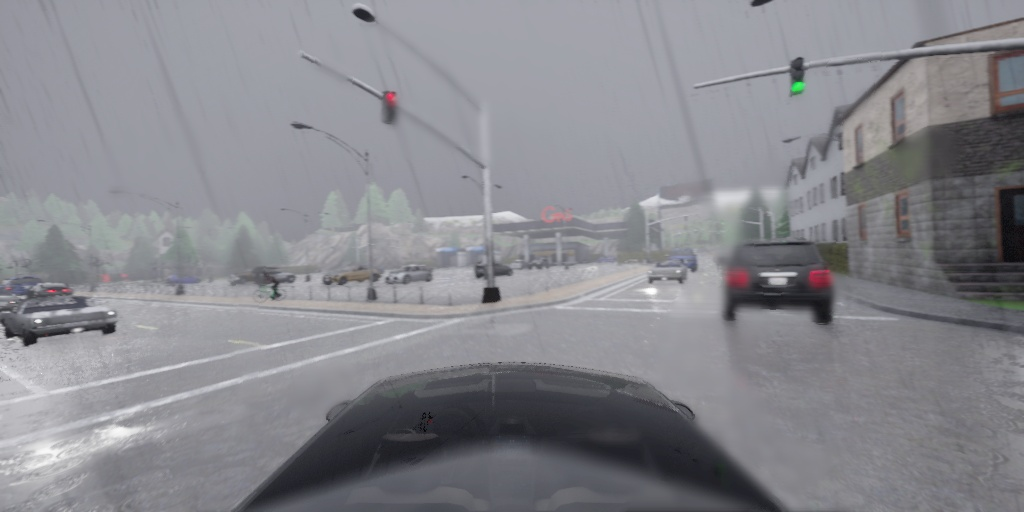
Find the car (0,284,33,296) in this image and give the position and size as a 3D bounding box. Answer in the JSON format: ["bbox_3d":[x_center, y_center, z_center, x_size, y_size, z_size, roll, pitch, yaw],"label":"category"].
[{"bbox_3d":[-28.552,2.511,19.545,4.902,1.511,2.128,-2,0,29],"label":"car"}]

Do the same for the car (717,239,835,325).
[{"bbox_3d":[7.230,0.586,10.250,2.150,2.045,5.566,-2,0,30],"label":"car"}]

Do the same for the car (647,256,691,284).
[{"bbox_3d":[9.487,0.917,21.778,1.895,1.301,4.718,-2,0,30],"label":"car"}]

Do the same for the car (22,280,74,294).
[{"bbox_3d":[-35.744,2.850,27.733,4.892,1.490,1.837,-2,0,30],"label":"car"}]

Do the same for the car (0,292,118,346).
[{"bbox_3d":[-15.328,2.055,12.138,4.718,1.301,1.895,-2,0,29],"label":"car"}]

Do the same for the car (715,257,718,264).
[{"bbox_3d":[20.232,0.409,33.375,1.882,1.535,5.008,-2,0,29],"label":"car"}]

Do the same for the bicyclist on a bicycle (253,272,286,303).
[{"bbox_3d":[-13.156,1.698,19.490,0.582,1.620,1.656,-2,0,29],"label":"bicyclist on a bicycle"}]

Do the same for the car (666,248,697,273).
[{"bbox_3d":[14.917,0.361,31.441,2.150,2.045,5.566,-2,0,30],"label":"car"}]

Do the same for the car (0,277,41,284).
[{"bbox_3d":[-44.847,2.957,32.775,5.566,2.045,2.150,-2,0,29],"label":"car"}]
